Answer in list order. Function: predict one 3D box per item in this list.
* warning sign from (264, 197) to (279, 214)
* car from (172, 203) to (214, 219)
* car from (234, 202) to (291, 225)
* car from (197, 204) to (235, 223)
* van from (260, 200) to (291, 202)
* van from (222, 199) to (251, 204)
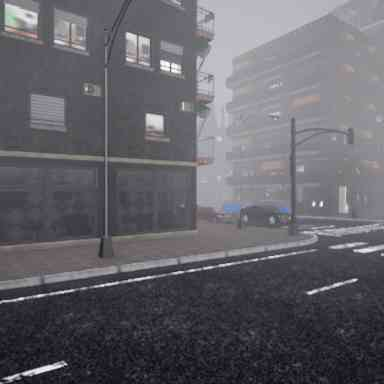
[{"bbox_3d":[8.826,1.480,36.936,1.300,1.860,1.060,1,-1,-36],"label":"warning sign"},{"bbox_3d":[0.033,1.926,35.073,1.837,1.490,4.892,0,-1,-36],"label":"car"},{"bbox_3d":[5.984,1.795,27.037,1.837,1.490,4.892,0,-1,-35],"label":"car"},{"bbox_3d":[1.623,1.924,28.605,1.802,1.307,4.206,-1,0,-36],"label":"car"},{"bbox_3d":[8.346,1.676,33.545,1.690,1.788,3.998,-1,0,-36],"label":"van"},{"bbox_3d":[5.016,1.749,38.050,1.690,1.788,3.998,-1,0,-36],"label":"van"}]
